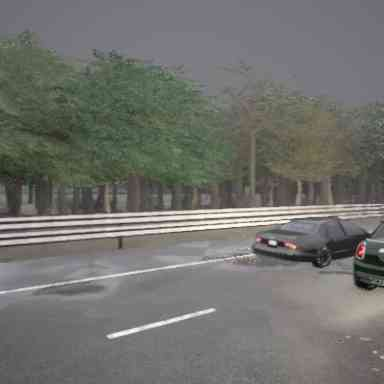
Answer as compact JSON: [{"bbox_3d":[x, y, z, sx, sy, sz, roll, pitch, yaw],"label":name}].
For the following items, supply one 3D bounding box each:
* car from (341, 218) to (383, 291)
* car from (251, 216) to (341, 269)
[{"bbox_3d":[5.821,1.344,7.741,4.553,1.767,2.097,0,0,-34],"label":"car"},{"bbox_3d":[4.439,1.530,11.100,5.357,1.411,2.033,0,0,-34],"label":"car"}]
